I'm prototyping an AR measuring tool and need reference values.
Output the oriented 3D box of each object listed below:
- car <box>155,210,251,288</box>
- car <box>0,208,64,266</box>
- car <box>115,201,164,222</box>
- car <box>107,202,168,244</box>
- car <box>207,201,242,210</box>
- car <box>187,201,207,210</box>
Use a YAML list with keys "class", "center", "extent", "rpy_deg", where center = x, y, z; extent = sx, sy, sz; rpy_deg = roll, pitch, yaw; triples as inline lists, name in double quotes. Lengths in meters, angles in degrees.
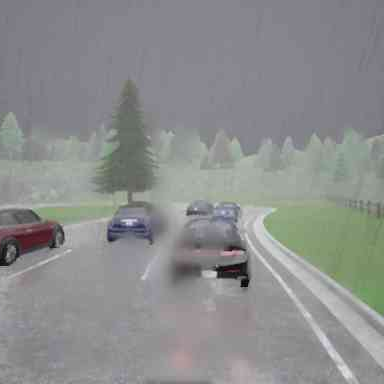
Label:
- class: "car"
  center: [0.525, 1.477, 9.235]
  extent: [2.128, 1.511, 4.902]
  rpy_deg: [0, 0, 4]
- class: "car"
  center: [-6.317, 1.326, 11.606]
  extent: [2.097, 1.767, 4.553]
  rpy_deg: [0, 0, 4]
- class: "car"
  center: [-4.101, 1.500, 27.081]
  extent: [2.033, 1.411, 5.357]
  rpy_deg: [0, 0, 14]
- class: "car"
  center: [-2.399, 1.325, 15.925]
  extent: [2.097, 1.767, 4.553]
  rpy_deg: [0, 0, 6]
- class: "car"
  center: [2.857, 1.509, 26.108]
  extent: [2.033, 1.411, 5.357]
  rpy_deg: [0, 0, 14]
- class: "car"
  center: [0.947, 1.514, 31.887]
  extent: [1.994, 1.385, 4.181]
  rpy_deg: [0, 0, 17]
